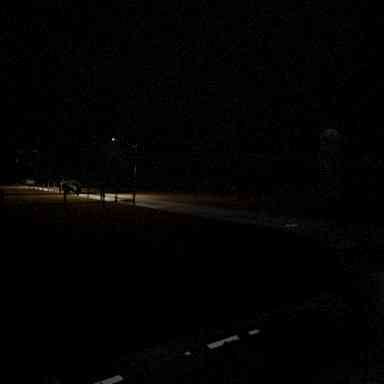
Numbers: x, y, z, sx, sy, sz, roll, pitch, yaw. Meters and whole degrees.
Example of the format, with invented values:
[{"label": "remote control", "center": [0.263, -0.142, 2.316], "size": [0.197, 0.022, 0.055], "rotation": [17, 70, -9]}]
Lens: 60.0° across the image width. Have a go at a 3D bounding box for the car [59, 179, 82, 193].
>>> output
[{"label": "car", "center": [-18.413, -0.972, 50.071], "size": [2.150, 2.045, 5.566], "rotation": [1, 2, -36]}]
